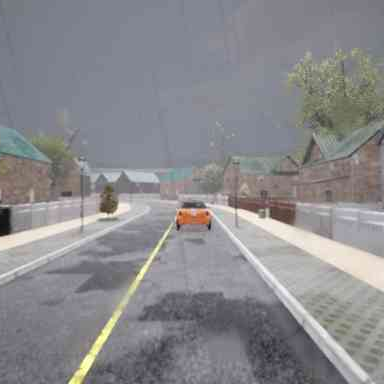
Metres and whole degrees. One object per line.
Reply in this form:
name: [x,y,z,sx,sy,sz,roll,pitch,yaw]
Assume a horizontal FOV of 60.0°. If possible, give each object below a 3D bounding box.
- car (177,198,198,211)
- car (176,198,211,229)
car: [-0.660,1.471,41.782,2.033,1.411,5.357,0,0,-8]
car: [0.109,1.317,21.472,2.097,1.767,4.553,0,0,0]
